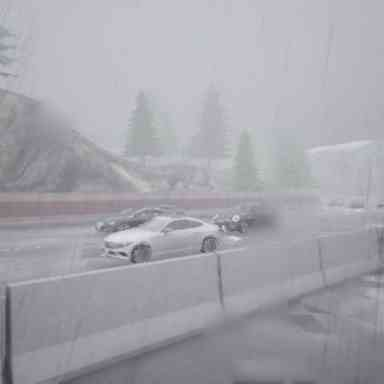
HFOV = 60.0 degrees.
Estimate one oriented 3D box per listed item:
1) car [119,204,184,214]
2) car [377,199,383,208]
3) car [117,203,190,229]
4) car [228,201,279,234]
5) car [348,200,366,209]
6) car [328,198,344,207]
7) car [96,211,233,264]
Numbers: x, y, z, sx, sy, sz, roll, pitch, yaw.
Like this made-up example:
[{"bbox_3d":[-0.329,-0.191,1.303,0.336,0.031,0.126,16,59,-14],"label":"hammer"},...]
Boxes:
[{"bbox_3d":[-3.087,1.627,19.360,4.902,1.511,2.128,0,0,-40],"label":"car"},{"bbox_3d":[29.854,1.763,51.535,2.033,1.411,5.357,0,0,32],"label":"car"},{"bbox_3d":[-2.718,1.657,24.214,4.902,1.511,2.128,0,0,-41],"label":"car"},{"bbox_3d":[3.302,1.470,20.195,4.553,1.767,2.097,0,-1,-42],"label":"car"},{"bbox_3d":[24.939,1.827,50.299,1.895,1.301,4.718,0,0,34],"label":"car"},{"bbox_3d":[23.952,1.762,55.318,1.837,1.490,4.892,0,0,32],"label":"car"},{"bbox_3d":[-0.913,1.608,12.153,4.674,1.442,1.812,0,0,-38],"label":"car"}]
